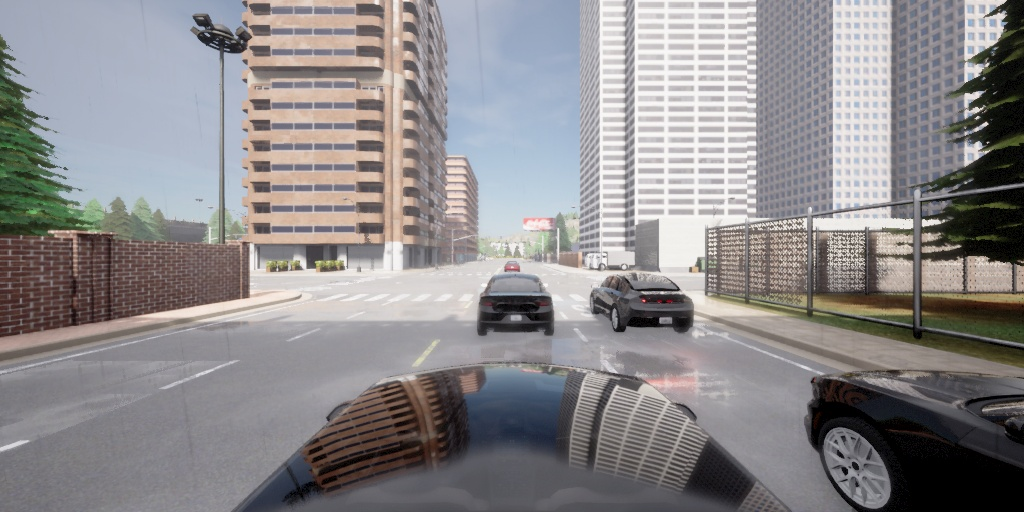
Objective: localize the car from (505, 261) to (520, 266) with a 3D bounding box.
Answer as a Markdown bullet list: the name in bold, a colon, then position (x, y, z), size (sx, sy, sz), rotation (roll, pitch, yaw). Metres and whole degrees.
- **car**: position (0.028, 1.314, 45.448), size (1.994, 1.385, 4.181), rotation (0, 0, -1)

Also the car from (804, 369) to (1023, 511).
- **car**: position (3.602, 1.228, 1.200), size (1.882, 1.535, 5.008), rotation (0, 0, 0)

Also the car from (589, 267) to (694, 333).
- **car**: position (3.622, 1.255, 10.775), size (1.837, 1.490, 4.892), rotation (0, 0, 1)

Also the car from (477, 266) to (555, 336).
- **car**: position (0.087, 1.228, 10.452), size (1.882, 1.535, 5.008), rotation (0, 0, 0)
